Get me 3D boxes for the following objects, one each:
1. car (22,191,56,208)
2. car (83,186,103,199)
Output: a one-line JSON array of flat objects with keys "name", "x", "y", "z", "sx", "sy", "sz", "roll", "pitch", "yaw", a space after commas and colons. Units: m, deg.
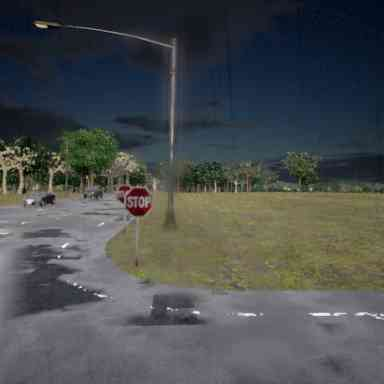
[{"name": "car", "x": -14.987, "y": 0.676, "z": 32.815, "sx": 2.128, "sy": 1.511, "sz": 4.902, "roll": 1, "pitch": 1, "yaw": -4}, {"name": "car", "x": -16.260, "y": 0.020, "z": 54.984, "sx": 2.150, "sy": 2.045, "sz": 5.566, "roll": 1, "pitch": 1, "yaw": -3}]
